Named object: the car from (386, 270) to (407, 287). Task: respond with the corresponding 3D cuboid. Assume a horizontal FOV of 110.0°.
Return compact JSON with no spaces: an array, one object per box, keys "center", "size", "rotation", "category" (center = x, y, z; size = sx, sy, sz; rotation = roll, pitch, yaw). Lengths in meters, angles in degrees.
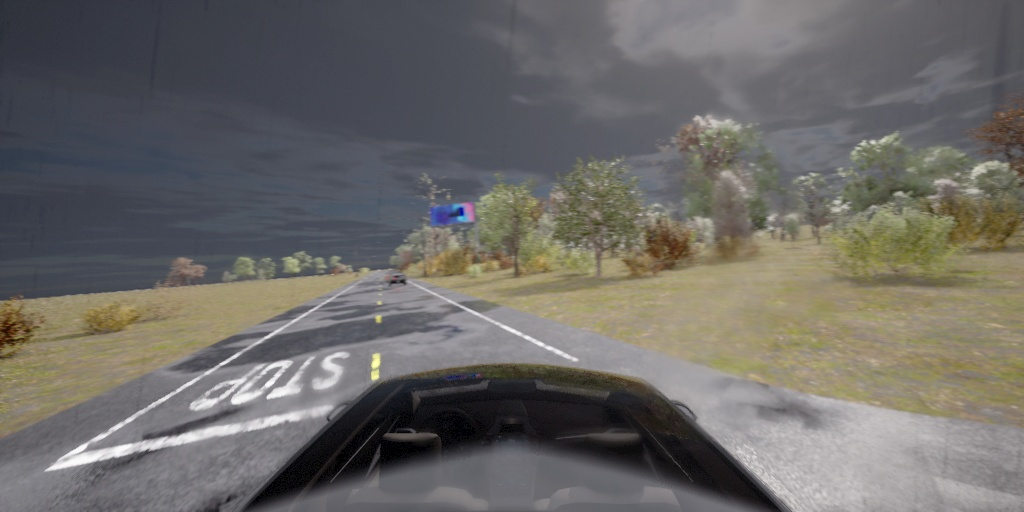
[{"center":[-12.790,2.548,39.956],"size":[1.837,1.490,4.892],"rotation":[-4,0,-20],"category":"car"}]
